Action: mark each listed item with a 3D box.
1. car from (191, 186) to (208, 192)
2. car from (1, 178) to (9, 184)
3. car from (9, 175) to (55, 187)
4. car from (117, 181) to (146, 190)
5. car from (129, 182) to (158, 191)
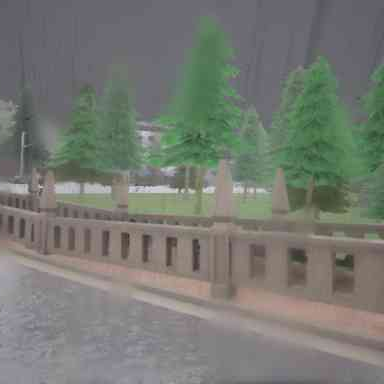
[{"bbox_3d":[1.498,-0.858,66.664,1.837,1.490,4.892,6,4,37],"label":"car"},{"bbox_3d":[-24.899,-1.746,48.983,2.033,1.411,5.357,6,4,37],"label":"car"},{"bbox_3d":[-22.113,-1.444,46.886,2.033,1.411,5.357,6,4,37],"label":"car"},{"bbox_3d":[-10.293,-1.094,56.802,1.895,1.301,4.718,6,4,37],"label":"car"},{"bbox_3d":[-7.517,-0.912,54.676,2.128,1.511,4.902,6,4,37],"label":"car"}]
